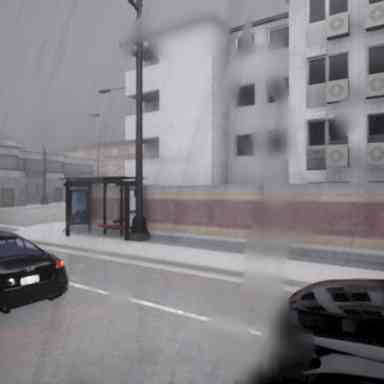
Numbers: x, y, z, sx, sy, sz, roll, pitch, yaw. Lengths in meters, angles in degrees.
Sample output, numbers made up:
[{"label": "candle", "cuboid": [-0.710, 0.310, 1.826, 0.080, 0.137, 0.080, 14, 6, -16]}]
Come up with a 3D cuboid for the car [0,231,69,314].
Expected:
[{"label": "car", "cuboid": [-4.569, 1.552, 7.138, 4.181, 1.385, 1.994, 0, 0, 35]}]

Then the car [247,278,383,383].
[{"label": "car", "cuboid": [3.087, 1.224, 1.764, 5.566, 2.045, 2.150, 0, 0, 36]}]
